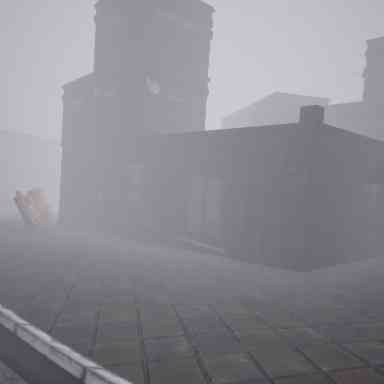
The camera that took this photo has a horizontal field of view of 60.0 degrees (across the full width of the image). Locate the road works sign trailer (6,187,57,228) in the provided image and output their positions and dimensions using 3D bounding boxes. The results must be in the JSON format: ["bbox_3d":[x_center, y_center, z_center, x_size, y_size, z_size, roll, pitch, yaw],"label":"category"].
[{"bbox_3d":[-10.517,1.181,21.014,2.880,2.380,3.560,-26,7,-18],"label":"road works sign trailer"}]
